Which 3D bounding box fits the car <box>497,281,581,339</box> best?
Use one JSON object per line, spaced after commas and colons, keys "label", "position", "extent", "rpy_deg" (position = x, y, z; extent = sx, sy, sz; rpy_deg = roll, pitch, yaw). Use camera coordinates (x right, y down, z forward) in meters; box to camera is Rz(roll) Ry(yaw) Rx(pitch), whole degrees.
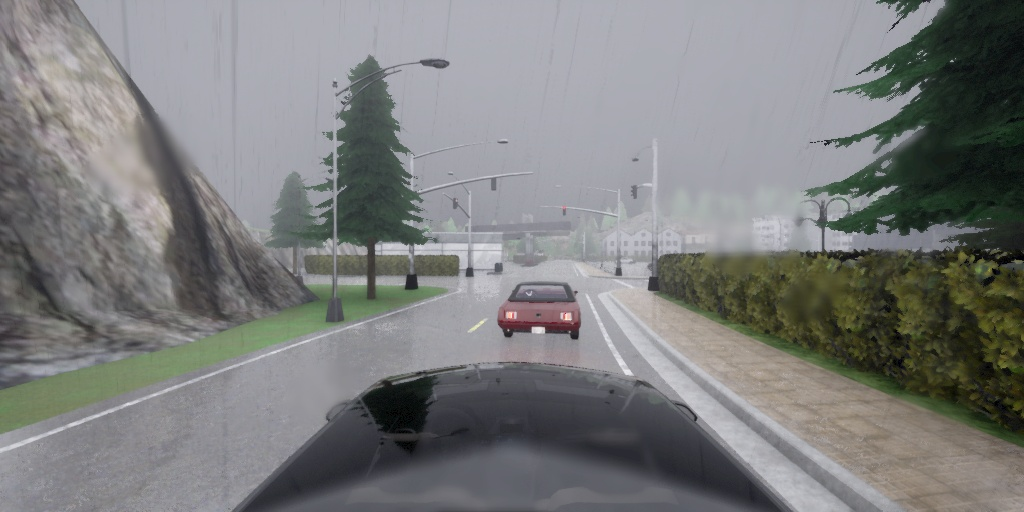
{"label": "car", "position": [0.912, 1.351, 10.109], "extent": [1.895, 1.301, 4.718], "rpy_deg": [0, 0, 8]}
